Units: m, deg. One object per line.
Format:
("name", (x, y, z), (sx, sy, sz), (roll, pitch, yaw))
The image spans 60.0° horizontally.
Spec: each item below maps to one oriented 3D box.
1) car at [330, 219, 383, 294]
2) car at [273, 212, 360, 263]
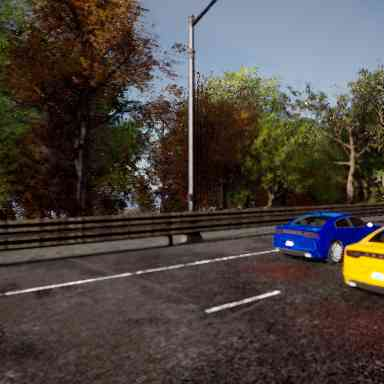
("car", (5.570, 1.454, 7.818), (5.008, 1.535, 1.882), (0, 0, -36))
("car", (5.050, 1.456, 11.818), (5.008, 1.535, 1.882), (0, 0, -36))
